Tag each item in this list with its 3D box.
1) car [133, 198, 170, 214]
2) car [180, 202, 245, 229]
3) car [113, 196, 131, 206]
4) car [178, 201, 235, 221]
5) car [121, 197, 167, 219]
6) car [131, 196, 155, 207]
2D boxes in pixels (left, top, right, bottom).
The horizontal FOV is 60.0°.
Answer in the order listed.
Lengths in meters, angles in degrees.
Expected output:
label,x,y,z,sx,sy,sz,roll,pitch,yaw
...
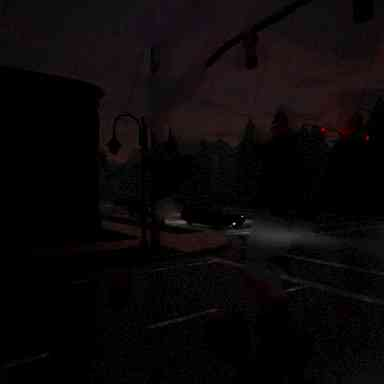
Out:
label,x,y,z,sx,sy,sz,roll,pitch,yaw
car,-4.532,1.478,36.337,1.882,1.535,5.008,0,0,-34
car,1.287,1.601,21.875,1.895,1.301,4.718,0,0,-35
car,-10.561,1.352,51.316,2.097,1.767,4.553,0,0,-35
car,1.084,1.547,28.264,2.033,1.411,5.357,0,0,-35
car,-4.053,1.492,29.513,2.128,1.511,4.902,0,0,-35
car,-7.997,1.505,53.761,1.837,1.490,4.892,0,0,-35
